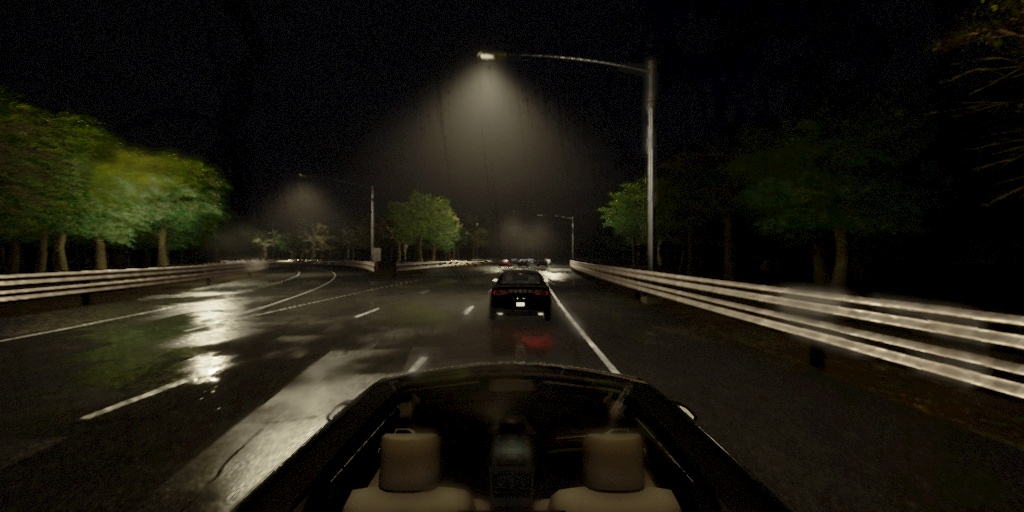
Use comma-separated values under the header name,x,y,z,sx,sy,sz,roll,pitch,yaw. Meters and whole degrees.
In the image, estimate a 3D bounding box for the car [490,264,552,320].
name,x,y,z,sx,sy,sz,roll,pitch,yaw
car,0.310,1.230,12.727,1.882,1.535,5.008,0,0,1
